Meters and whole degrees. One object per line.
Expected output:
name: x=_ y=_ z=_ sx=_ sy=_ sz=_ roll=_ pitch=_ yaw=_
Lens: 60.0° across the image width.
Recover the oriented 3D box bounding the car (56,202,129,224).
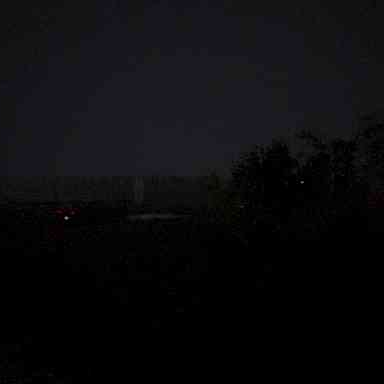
car: x=-6.456 y=1.301 z=22.283 sx=1.895 sy=1.301 sz=4.718 roll=3 pitch=1 yaw=34
